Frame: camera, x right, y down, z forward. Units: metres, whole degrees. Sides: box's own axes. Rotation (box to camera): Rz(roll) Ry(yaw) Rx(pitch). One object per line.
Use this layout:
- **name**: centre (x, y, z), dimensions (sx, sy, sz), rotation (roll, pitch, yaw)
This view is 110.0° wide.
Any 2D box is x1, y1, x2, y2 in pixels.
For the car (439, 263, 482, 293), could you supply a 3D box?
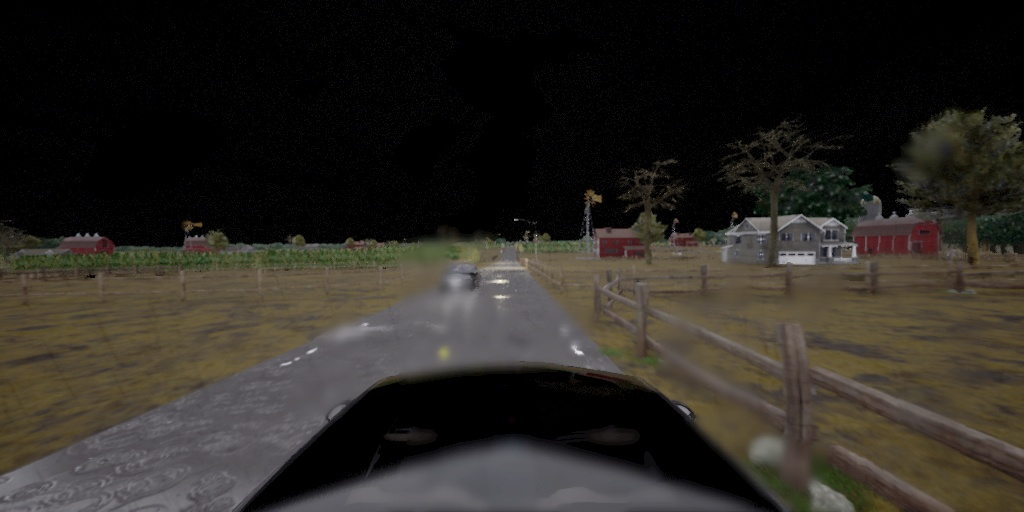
- **car**: centre (-2.748, 1.157, 19.980), dimensions (2.128, 1.511, 4.902), rotation (0, 0, 0)
